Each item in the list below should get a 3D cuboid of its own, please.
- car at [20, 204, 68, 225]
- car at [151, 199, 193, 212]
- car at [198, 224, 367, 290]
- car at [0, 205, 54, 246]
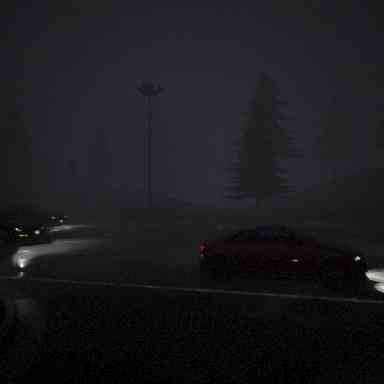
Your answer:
[{"bbox_3d":[-11.251,1.547,22.634,5.357,1.411,2.033,0,0,13],"label":"car"},{"bbox_3d":[-2.367,1.548,39.299,5.357,1.411,2.033,0,0,-42],"label":"car"},{"bbox_3d":[2.266,1.564,8.847,4.181,1.385,1.994,0,0,13],"label":"car"},{"bbox_3d":[-9.082,1.504,14.974,4.892,1.490,1.837,0,0,13],"label":"car"}]
